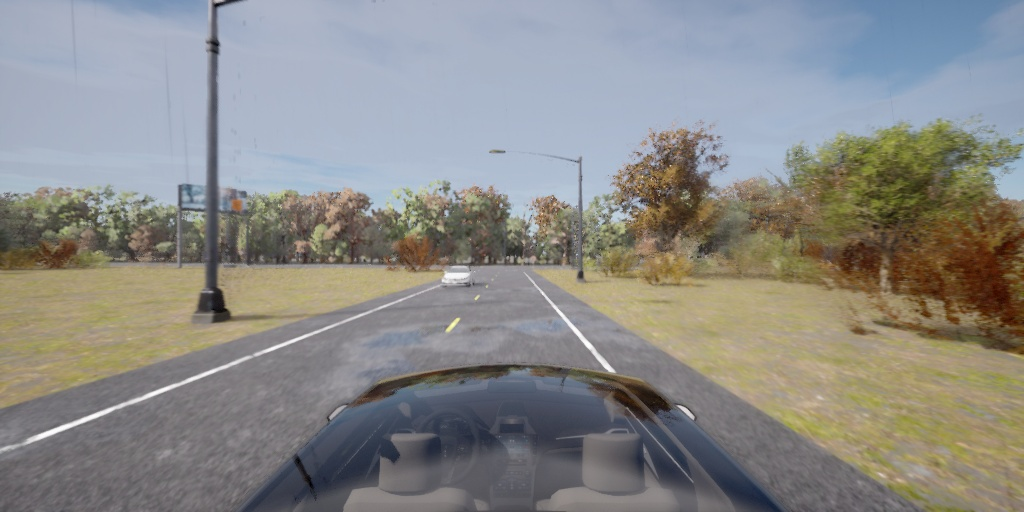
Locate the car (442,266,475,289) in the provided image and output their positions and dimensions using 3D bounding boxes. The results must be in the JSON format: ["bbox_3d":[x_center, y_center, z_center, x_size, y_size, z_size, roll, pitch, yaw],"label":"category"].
[{"bbox_3d":[-3.603,1.411,24.842,1.812,1.442,4.674,0,0,0],"label":"car"}]
